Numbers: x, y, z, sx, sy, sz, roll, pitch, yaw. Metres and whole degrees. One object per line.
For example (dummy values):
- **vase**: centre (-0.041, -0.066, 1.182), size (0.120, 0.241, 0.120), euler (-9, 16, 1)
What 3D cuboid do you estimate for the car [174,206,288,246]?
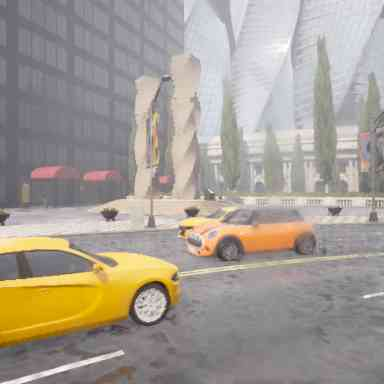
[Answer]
- **car**: centre (1.825, 1.474, 15.618), size (5.008, 1.535, 1.882), euler (0, 0, -20)

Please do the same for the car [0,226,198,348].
- **car**: centre (-2.525, 1.476, 5.373), size (5.008, 1.535, 1.882), euler (0, -1, -35)

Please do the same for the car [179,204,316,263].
- **car**: centre (2.105, 1.349, 11.939), size (4.553, 1.767, 2.097), euler (0, 0, -22)
